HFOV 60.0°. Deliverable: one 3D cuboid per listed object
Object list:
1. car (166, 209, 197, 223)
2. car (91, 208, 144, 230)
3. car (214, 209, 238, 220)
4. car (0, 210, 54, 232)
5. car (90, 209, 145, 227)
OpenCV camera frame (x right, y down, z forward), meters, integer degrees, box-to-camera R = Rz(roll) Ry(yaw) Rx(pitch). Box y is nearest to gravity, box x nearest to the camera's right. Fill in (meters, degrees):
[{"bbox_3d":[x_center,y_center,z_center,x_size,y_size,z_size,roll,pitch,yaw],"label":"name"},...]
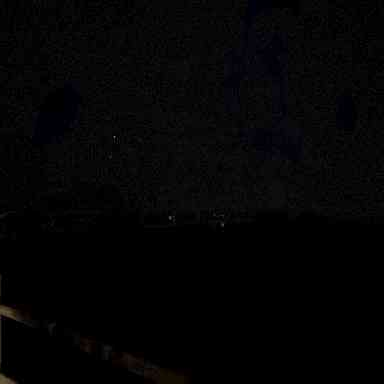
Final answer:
[{"bbox_3d":[-1.054,2.836,39.963,2.128,1.511,4.902,0,-2,36],"label":"car"},{"bbox_3d":[-6.081,2.176,27.910,2.097,1.767,4.553,0,-2,36],"label":"car"},{"bbox_3d":[5.028,3.285,48.413,1.837,1.490,4.892,0,-3,36],"label":"car"},{"bbox_3d":[-12.430,2.058,23.964,1.837,1.490,4.892,0,-2,34],"label":"car"},{"bbox_3d":[-7.010,2.418,31.641,2.128,1.511,4.902,0,-2,35],"label":"car"}]
